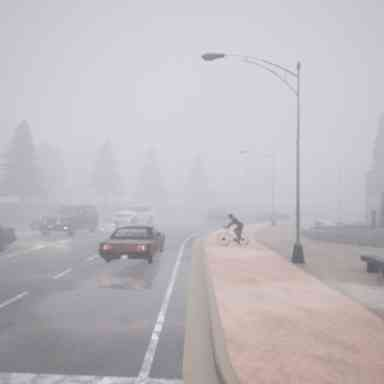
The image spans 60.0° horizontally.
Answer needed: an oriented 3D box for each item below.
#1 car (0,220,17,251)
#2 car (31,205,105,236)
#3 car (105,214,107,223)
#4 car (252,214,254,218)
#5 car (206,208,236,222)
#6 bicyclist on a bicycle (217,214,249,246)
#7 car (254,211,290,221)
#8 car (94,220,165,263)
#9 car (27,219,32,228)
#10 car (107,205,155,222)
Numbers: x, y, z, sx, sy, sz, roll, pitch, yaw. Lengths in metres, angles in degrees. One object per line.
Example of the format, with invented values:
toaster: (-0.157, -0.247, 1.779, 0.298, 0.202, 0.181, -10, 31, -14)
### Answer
car: (-9.336, 1.900, 13.638, 2.033, 1.411, 5.357, 1, -2, 1)
car: (-8.597, 1.943, 23.799, 2.150, 2.045, 5.566, 1, -2, 8)
car: (-8.137, 2.721, 37.619, 1.837, 1.490, 4.892, 0, -2, 25)
car: (11.511, 3.588, 51.167, 4.718, 1.301, 1.895, 2, -3, -37)
car: (3.861, 2.960, 43.660, 2.097, 1.767, 4.553, -1, -3, 38)
bicyclist on a bicycle: (2.122, 1.945, 17.042, 1.656, 1.620, 0.582, 1, -2, 1)
car: (11.629, 3.383, 46.808, 5.357, 1.411, 2.033, 3, -3, -41)
car: (-2.282, 2.068, 13.889, 1.895, 1.301, 4.718, 1, -2, 2)
car: (-11.435, 2.419, 27.725, 1.895, 1.301, 4.718, 0, -2, 13)
car: (-5.862, 2.347, 34.085, 2.150, 2.045, 5.566, 0, -2, 22)
